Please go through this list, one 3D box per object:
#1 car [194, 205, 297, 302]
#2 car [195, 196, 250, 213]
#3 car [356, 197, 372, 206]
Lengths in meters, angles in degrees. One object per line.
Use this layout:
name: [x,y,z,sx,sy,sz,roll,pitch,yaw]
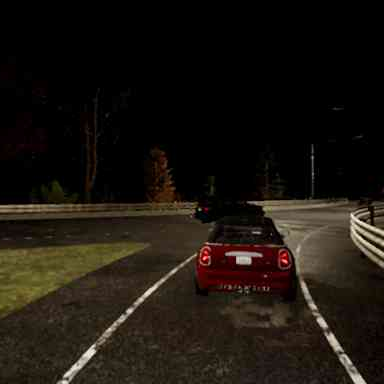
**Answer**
car: [1.459,1.394,8.695,2.097,1.767,4.553,0,0,12]
car: [2.811,1.339,24.532,5.566,2.045,2.150,0,0,-31]
car: [31.486,1.796,60.394,2.128,1.511,4.902,0,0,35]
